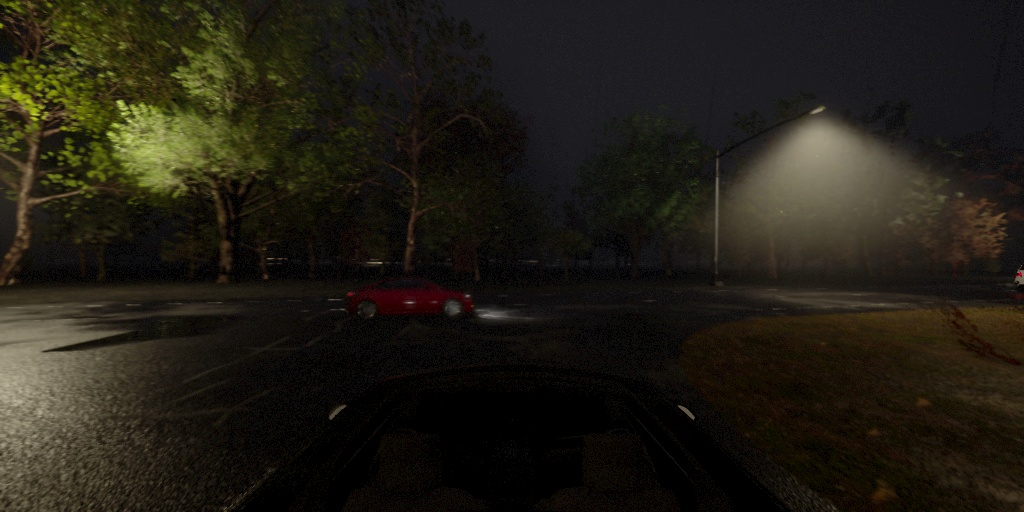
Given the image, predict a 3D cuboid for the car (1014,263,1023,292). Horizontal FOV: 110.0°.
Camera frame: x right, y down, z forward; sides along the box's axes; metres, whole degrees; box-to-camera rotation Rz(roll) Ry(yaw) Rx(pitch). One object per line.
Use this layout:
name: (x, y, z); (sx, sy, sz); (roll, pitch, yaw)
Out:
car: (36.147, 1.421, 23.603); (5.566, 2.045, 2.150); (1, 0, -14)

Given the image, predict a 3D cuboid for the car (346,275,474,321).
car: (-3.443, 1.358, 12.425); (4.181, 1.385, 1.994); (1, 0, -17)
